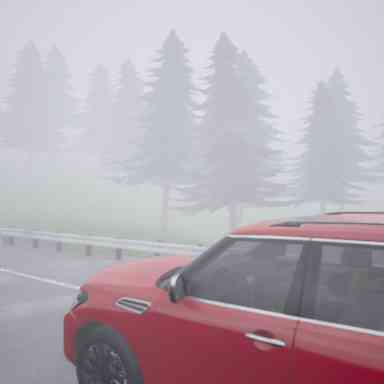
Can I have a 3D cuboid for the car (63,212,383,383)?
[{"bbox_3d":[1.184,1.215,3.069,5.566,2.045,2.150,0,0,35],"label":"car"}]
